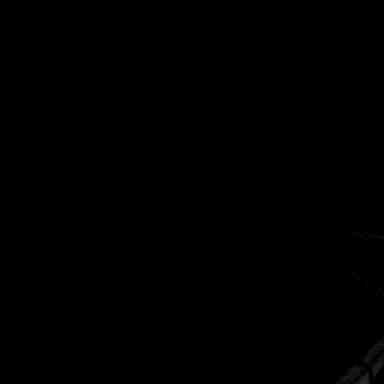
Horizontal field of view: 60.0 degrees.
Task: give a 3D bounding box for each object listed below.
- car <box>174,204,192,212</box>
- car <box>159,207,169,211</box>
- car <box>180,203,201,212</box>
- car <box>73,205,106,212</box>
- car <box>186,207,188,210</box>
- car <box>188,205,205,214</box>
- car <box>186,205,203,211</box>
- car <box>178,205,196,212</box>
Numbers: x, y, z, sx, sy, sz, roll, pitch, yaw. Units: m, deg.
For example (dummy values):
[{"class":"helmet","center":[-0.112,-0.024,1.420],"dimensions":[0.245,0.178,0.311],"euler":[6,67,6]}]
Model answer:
[{"class":"car","center":[-2.308,4.098,86.150],"dimensions":[4.553,1.767,2.185],"euler":[2,-2,0]},{"class":"car","center":[-7.298,3.124,72.154],"dimensions":[5.566,2.045,2.435],"euler":[2,-3,-1]},{"class":"car","center":[-0.306,4.248,91.725],"dimensions":[5.566,2.045,2.435],"euler":[2,-2,0]},{"class":"car","center":[-13.428,2.078,44.627],"dimensions":[4.902,1.511,2.128],"euler":[0,-3,2]},{"class":"car","center":[-3.316,3.820,83.367],"dimensions":[5.566,2.045,2.435],"euler":[2,-3,0]},{"class":"car","center":[1.031,3.178,55.464],"dimensions":[1.895,1.301,4.718],"euler":[3,-3,6]},{"class":"car","center":[0.754,4.625,94.508],"dimensions":[4.892,1.521,2.231],"euler":[2,-2,1]},{"class":"car","center":[-1.351,4.395,88.930],"dimensions":[4.792,1.488,2.163],"euler":[2,-2,0]}]
